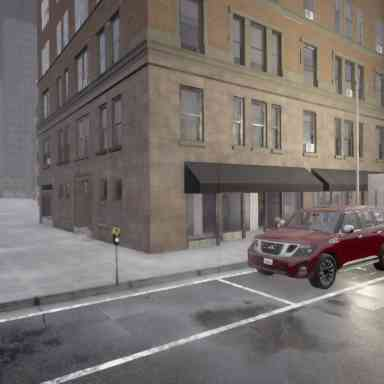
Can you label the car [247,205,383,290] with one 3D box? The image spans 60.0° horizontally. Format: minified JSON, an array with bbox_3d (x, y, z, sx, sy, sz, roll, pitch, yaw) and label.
[{"bbox_3d":[3.829,1.313,9.286,5.009,1.841,2.192,0,-1,-36],"label":"car"}]
